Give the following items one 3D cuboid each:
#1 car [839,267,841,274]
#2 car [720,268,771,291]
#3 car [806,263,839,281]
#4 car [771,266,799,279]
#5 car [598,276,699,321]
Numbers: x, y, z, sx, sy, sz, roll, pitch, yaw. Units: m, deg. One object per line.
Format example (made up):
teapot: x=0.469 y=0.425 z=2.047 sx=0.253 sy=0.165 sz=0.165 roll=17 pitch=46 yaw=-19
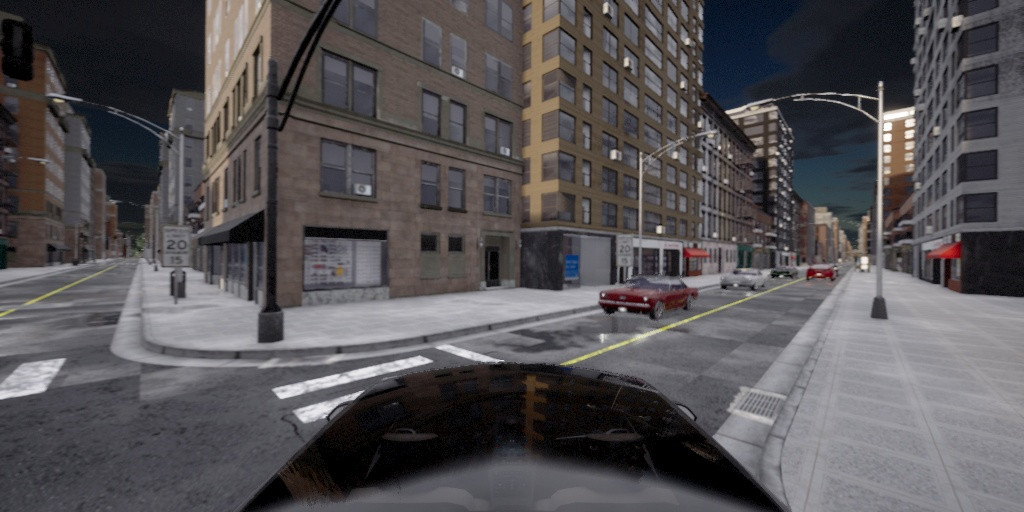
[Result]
car: x=35.910 y=1.567 z=40.767 sx=2.128 sy=1.511 sz=4.902 roll=0 pitch=0 yaw=45
car: x=15.210 y=1.489 z=23.494 sx=1.895 sy=1.301 sz=4.718 roll=0 pitch=0 yaw=44
car: x=28.667 y=1.480 z=33.226 sx=1.882 sy=1.535 sz=5.008 roll=0 pitch=0 yaw=44
car: x=27.269 y=1.636 z=35.839 sx=1.895 sy=1.301 sz=4.718 roll=0 pitch=0 yaw=44
car: x=5.045 y=1.402 z=12.977 sx=1.895 sy=1.301 sz=4.718 roll=0 pitch=0 yaw=44
